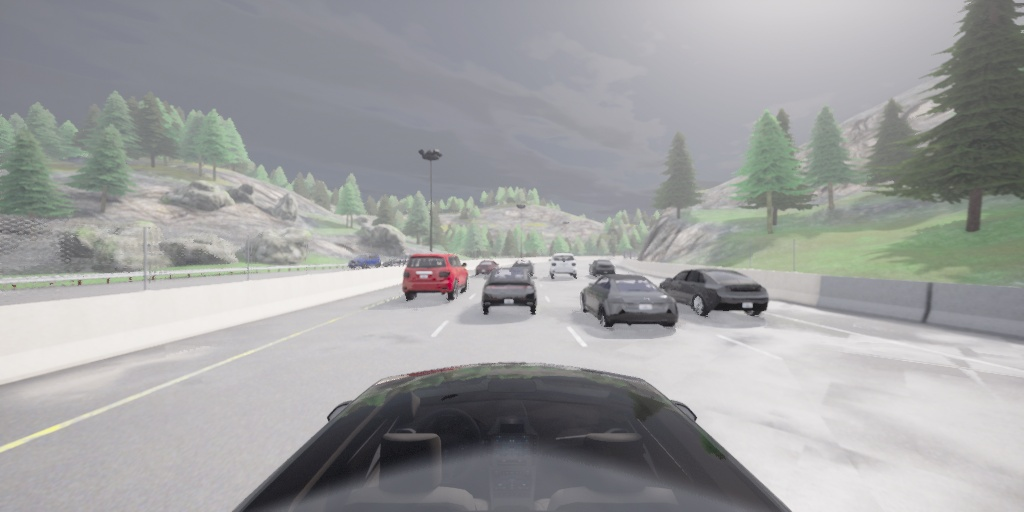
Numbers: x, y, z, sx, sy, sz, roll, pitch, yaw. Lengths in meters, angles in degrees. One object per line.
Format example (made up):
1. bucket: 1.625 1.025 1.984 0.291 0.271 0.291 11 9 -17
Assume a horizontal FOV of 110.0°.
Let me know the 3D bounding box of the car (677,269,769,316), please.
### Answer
1. car: 6.926 1.184 12.916 1.837 1.490 4.892 0 0 1

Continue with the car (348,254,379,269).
1. car: -21.063 0.798 51.441 2.150 2.045 5.566 0 0 11

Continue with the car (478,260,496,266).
1. car: -2.259 1.130 34.292 1.812 1.442 4.674 0 0 7

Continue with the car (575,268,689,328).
1. car: 3.418 1.261 11.162 1.994 1.385 4.181 0 0 0

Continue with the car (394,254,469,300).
1. car: -3.495 0.910 17.221 2.150 2.045 5.566 0 0 2

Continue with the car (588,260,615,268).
1. car: 8.098 1.091 32.441 1.837 1.490 4.892 0 1 6

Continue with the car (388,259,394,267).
1. car: -14.333 0.789 49.445 2.150 2.045 5.566 0 0 11

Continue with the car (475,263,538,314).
1. car: -0.058 1.187 13.564 2.128 1.511 4.902 0 0 1

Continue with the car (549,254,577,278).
1. car: 4.433 0.823 31.283 2.150 2.045 5.566 0 0 6

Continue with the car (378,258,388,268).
1. car: -17.217 1.125 52.761 1.994 1.385 4.181 0 0 12

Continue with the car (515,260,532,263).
1. car: 1.098 1.095 32.793 2.128 1.511 4.902 0 0 6
